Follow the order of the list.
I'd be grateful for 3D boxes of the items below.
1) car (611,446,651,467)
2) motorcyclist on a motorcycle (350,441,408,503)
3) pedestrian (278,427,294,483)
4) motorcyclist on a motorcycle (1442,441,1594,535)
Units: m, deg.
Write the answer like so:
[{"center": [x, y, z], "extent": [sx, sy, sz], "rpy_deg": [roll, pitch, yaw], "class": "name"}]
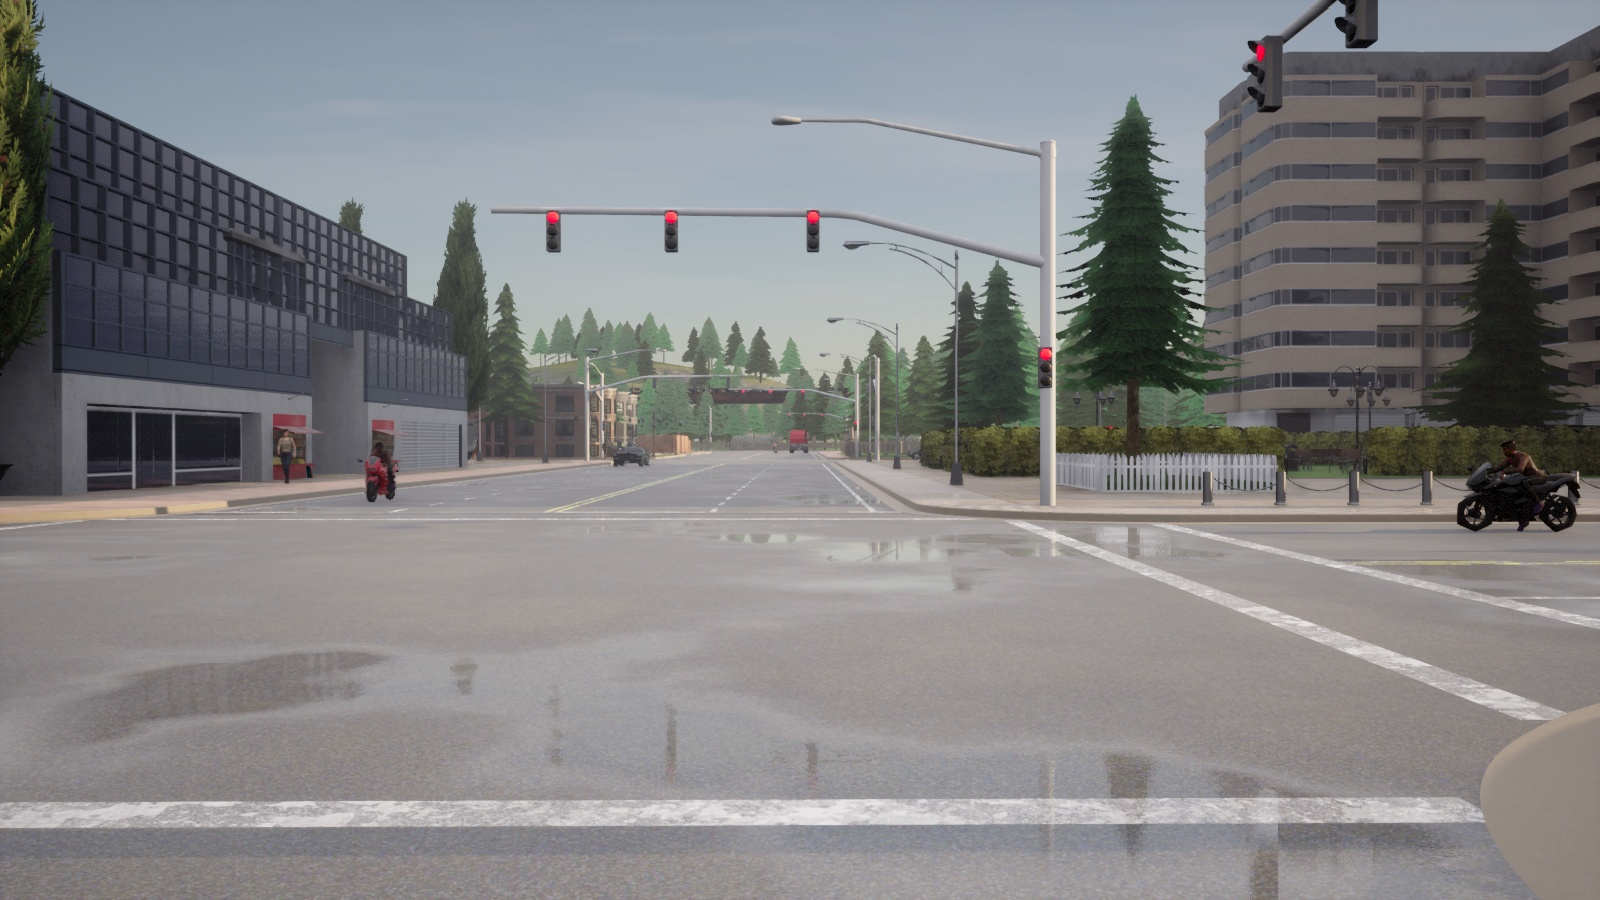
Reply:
[{"center": [-10.665, 0.390, 79.470], "extent": [1.895, 1.301, 4.718], "rpy_deg": [0, 0, 0], "class": "car"}, {"center": [-10.666, 0.540, 31.874], "extent": [0.797, 1.523, 2.044], "rpy_deg": [0, 0, 0], "class": "motorcyclist on a motorcycle"}, {"center": [-16.943, 0.158, 41.399], "extent": [0.345, 1.836, 0.594], "rpy_deg": [0, 0, -5], "class": "pedestrian"}, {"center": [11.870, 0.621, 20.800], "extent": [2.044, 1.523, 0.797], "rpy_deg": [0, 0, 0], "class": "motorcyclist on a motorcycle"}]
